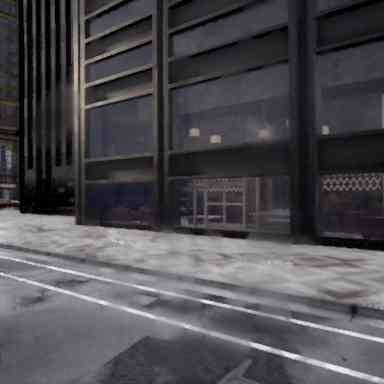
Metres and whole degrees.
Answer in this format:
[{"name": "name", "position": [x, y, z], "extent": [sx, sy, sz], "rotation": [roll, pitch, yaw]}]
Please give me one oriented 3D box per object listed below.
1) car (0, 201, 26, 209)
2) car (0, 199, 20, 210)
[{"name": "car", "position": [-32.852, 2.328, 60.497], "extent": [2.008, 1.369, 4.403], "rotation": [-2, -2, 36]}, {"name": "car", "position": [-28.653, 1.958, 51.717], "extent": [2.192, 1.841, 5.009], "rotation": [-2, -2, 36]}]
